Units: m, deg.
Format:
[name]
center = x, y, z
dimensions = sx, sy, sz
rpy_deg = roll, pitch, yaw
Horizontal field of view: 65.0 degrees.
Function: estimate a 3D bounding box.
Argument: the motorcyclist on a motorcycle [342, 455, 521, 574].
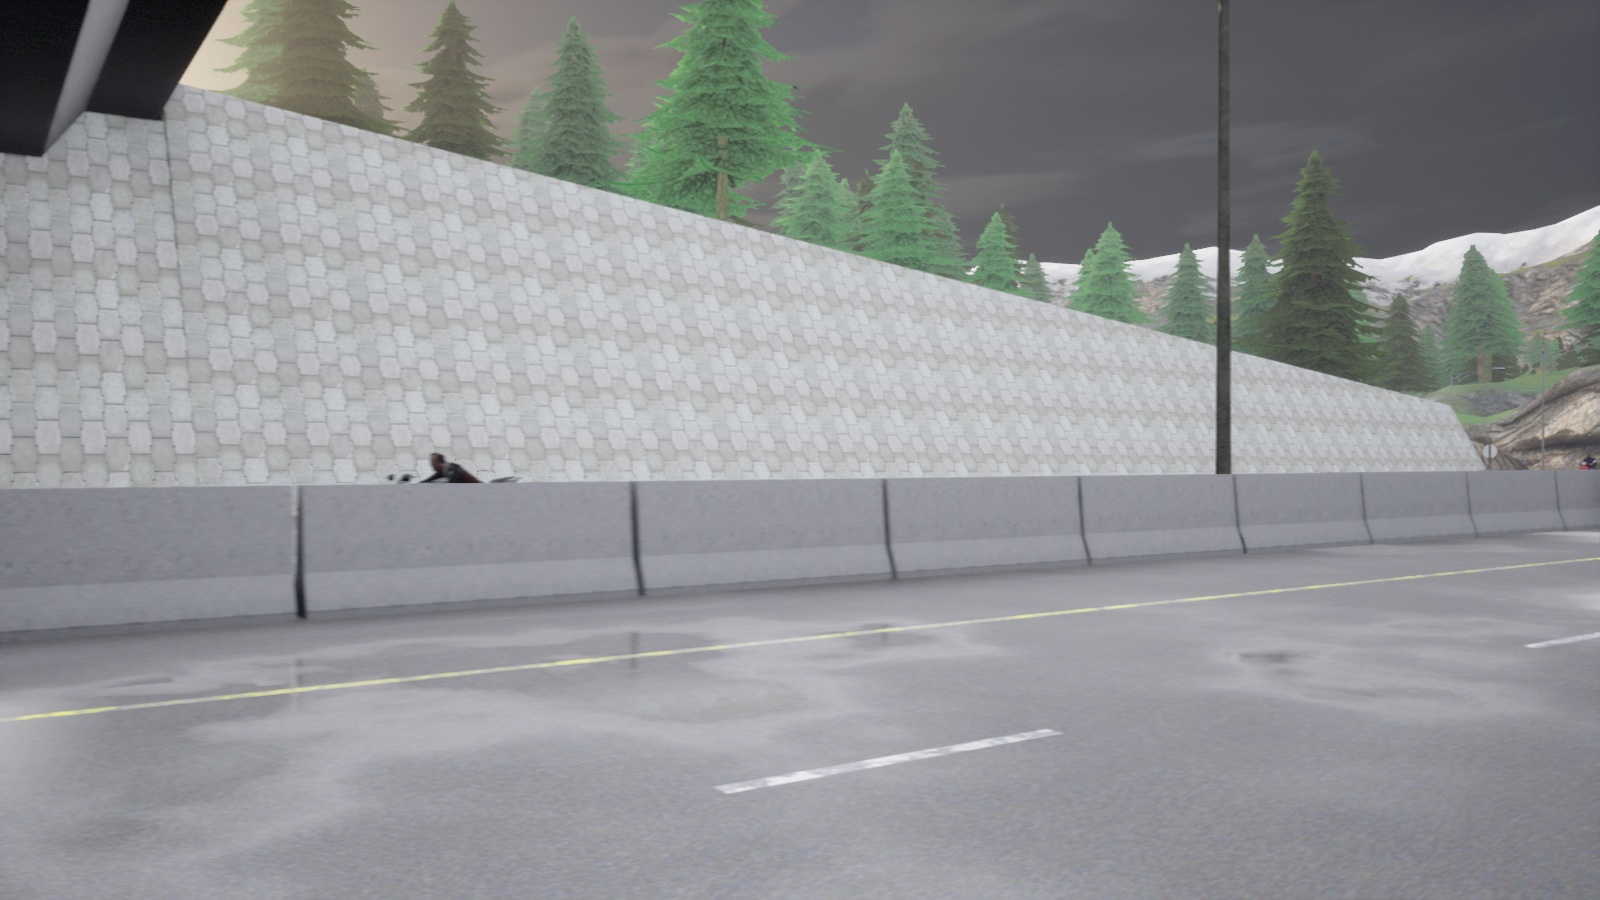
[motorcyclist on a motorcycle]
center = -5.030, 0.832, 17.215
dimensions = 2.191, 1.530, 0.866
rpy_deg = 0, 0, -35
